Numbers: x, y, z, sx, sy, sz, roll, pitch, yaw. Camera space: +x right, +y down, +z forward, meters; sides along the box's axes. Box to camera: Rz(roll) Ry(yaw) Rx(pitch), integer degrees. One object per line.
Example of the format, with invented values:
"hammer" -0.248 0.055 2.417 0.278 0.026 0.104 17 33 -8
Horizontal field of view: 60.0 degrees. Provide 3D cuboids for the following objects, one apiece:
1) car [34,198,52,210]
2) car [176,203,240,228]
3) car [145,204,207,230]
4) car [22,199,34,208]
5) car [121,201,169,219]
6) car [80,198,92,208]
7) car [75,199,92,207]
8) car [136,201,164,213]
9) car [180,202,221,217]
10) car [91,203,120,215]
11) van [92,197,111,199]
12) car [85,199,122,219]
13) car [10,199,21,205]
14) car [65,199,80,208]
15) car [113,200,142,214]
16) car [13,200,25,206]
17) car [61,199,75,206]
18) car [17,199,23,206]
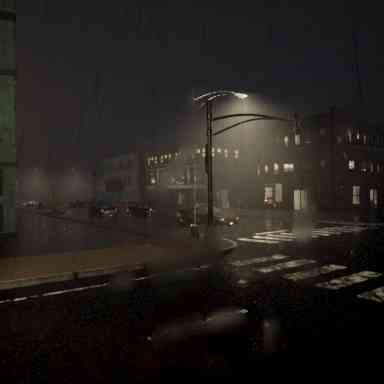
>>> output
"car" -25.207 2.233 56.966 1.752 1.417 4.829 -1 0 -36
"car" 1.112 1.766 24.612 2.033 1.411 5.357 -1 0 -36
"car" -1.242 1.815 23.229 1.947 1.339 4.313 -2 0 -36
"car" -31.744 2.376 66.111 2.008 1.369 4.403 -1 0 -36
"car" -4.723 1.825 32.781 2.128 1.511 4.902 -1 0 -35
"car" -18.495 1.940 61.979 2.192 1.841 5.009 -1 0 -36
"car" -21.708 2.228 66.482 1.887 1.381 4.507 -1 0 -36
"car" -5.613 1.966 43.967 1.802 1.307 4.206 -2 0 -36
"car" 0.823 1.810 34.961 2.008 1.369 4.403 -2 0 -36
"car" -10.717 2.051 41.179 1.895 1.301 4.718 -1 0 -35
"van" -15.275 1.907 57.476 1.690 1.788 3.998 -1 0 -36
"car" -9.215 1.847 34.589 1.967 1.590 4.097 -1 0 -36
"car" -44.618 2.598 84.122 1.887 1.381 4.507 -1 0 -36
"car" -21.431 2.228 61.654 1.994 1.385 4.181 -1 -1 -36
"car" -8.528 1.903 43.601 1.882 1.535 5.008 -1 0 -36
"car" -41.400 2.548 79.620 2.008 1.369 4.403 -1 0 -36
"car" -28.145 2.364 75.489 1.947 1.339 4.313 -1 0 -36
"car" -38.183 2.380 75.116 1.967 1.590 4.097 -1 0 -36
